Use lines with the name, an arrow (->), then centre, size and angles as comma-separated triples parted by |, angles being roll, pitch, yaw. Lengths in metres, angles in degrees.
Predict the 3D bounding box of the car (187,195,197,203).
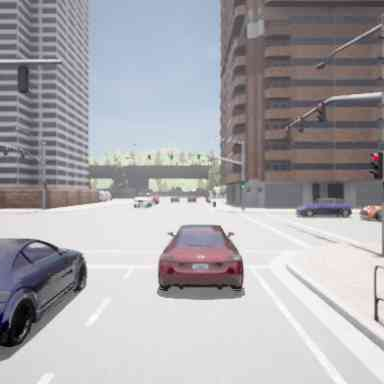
car -> 0.021, 1.467, 69.617 | 2.128, 1.511, 4.902 | 0, 0, 0

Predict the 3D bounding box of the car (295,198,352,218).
car -> 11.551, 1.327, 29.422 | 4.553, 1.767, 2.097 | 0, 0, 2

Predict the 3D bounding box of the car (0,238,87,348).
car -> -3.453, 1.557, 6.271 | 1.994, 1.385, 4.181 | 0, 0, -1

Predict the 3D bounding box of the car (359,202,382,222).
car -> 15.526, 1.330, 25.840 | 4.553, 1.767, 2.097 | 0, 0, 0

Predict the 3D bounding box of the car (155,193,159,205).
car -> -7.042, 1.173, 58.789 | 2.150, 2.045, 5.566 | 0, 0, 1

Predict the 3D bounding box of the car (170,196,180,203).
car -> -3.447, 1.490, 68.156 | 2.033, 1.411, 5.357 | 0, 0, 0

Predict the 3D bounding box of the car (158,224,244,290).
car -> 0.242, 1.556, 9.077 | 1.994, 1.385, 4.181 | 0, 0, 2

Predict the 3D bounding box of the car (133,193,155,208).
car -> -7.080, 1.181, 48.368 | 2.150, 2.045, 5.566 | 0, 0, 0
